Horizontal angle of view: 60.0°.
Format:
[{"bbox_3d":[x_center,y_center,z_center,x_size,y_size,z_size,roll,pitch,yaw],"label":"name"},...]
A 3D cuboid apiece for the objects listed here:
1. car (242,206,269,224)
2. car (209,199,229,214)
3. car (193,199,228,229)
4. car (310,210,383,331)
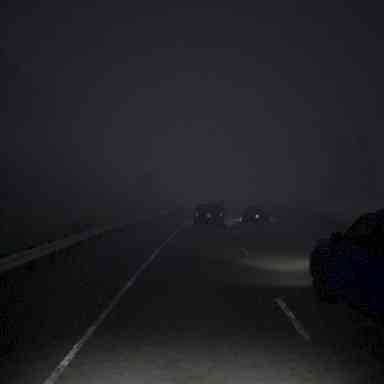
[{"bbox_3d":[5.108,1.821,27.073,1.994,1.385,4.181,0,-1,6],"label":"car"},{"bbox_3d":[3.384,1.737,41.151,2.097,1.767,4.553,0,-1,9],"label":"car"},{"bbox_3d":[1.255,1.572,23.494,2.097,1.767,4.553,0,-1,5],"label":"car"},{"bbox_3d":[3.707,1.275,5.237,2.150,2.045,5.566,0,-1,1],"label":"car"}]
